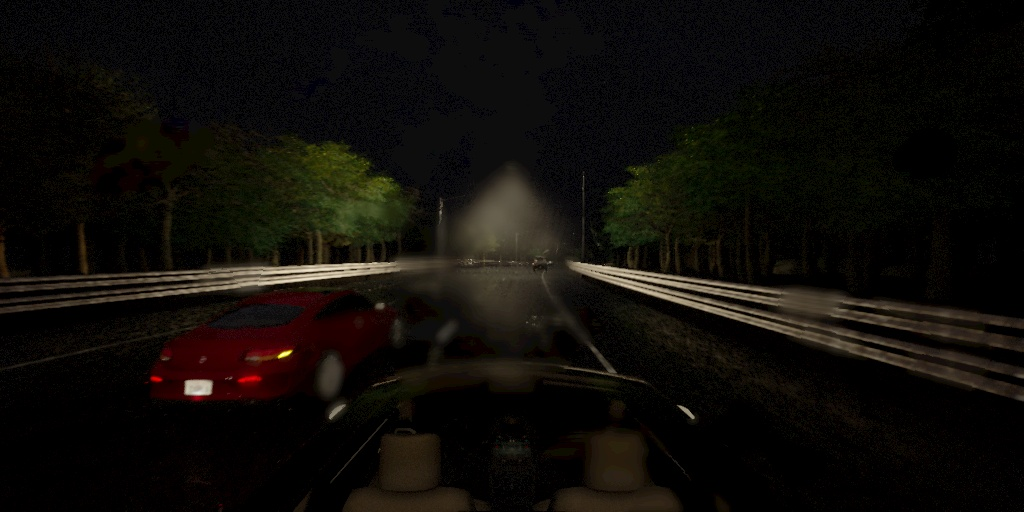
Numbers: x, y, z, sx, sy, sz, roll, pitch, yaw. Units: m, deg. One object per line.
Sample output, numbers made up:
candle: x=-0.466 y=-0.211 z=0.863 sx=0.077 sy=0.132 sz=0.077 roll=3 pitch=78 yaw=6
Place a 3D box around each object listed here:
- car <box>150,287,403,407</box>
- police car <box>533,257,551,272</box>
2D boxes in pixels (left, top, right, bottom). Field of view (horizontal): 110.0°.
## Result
car: x=-3.363 y=1.257 z=6.174 sx=1.812 sy=1.442 sz=4.674 roll=0 pitch=0 yaw=0
police car: x=4.032 y=1.303 z=50.096 sx=1.930 sy=1.638 sz=5.238 roll=0 pitch=0 yaw=7
